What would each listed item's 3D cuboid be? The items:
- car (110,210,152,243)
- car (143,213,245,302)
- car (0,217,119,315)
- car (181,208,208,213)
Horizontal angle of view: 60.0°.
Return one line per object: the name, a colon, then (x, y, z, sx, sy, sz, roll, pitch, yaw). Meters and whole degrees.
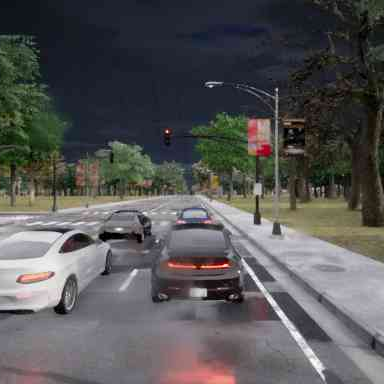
car: (-3.118, 1.566, 16.209, 1.994, 1.385, 4.181, 0, 0, 0)
car: (0.117, 1.505, 8.212, 1.837, 1.490, 4.892, 0, 0, 0)
car: (-3.136, 1.526, 7.450, 1.812, 1.442, 4.674, 0, 0, 0)
car: (0.134, 1.528, 17.283, 1.812, 1.442, 4.674, 0, 0, 0)
